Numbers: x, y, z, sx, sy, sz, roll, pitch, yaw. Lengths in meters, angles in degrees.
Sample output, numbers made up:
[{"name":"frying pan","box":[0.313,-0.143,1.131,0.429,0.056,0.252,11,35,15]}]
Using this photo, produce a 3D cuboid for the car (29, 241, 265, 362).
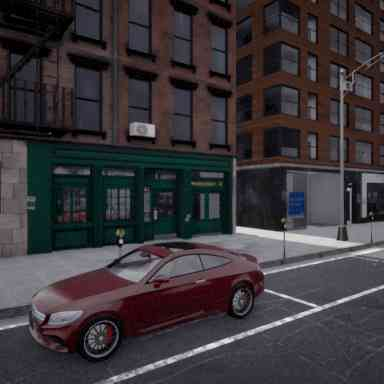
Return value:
[{"name":"car","box":[-0.520,1.582,5.824,4.206,1.307,1.802,0,0,-36]}]
